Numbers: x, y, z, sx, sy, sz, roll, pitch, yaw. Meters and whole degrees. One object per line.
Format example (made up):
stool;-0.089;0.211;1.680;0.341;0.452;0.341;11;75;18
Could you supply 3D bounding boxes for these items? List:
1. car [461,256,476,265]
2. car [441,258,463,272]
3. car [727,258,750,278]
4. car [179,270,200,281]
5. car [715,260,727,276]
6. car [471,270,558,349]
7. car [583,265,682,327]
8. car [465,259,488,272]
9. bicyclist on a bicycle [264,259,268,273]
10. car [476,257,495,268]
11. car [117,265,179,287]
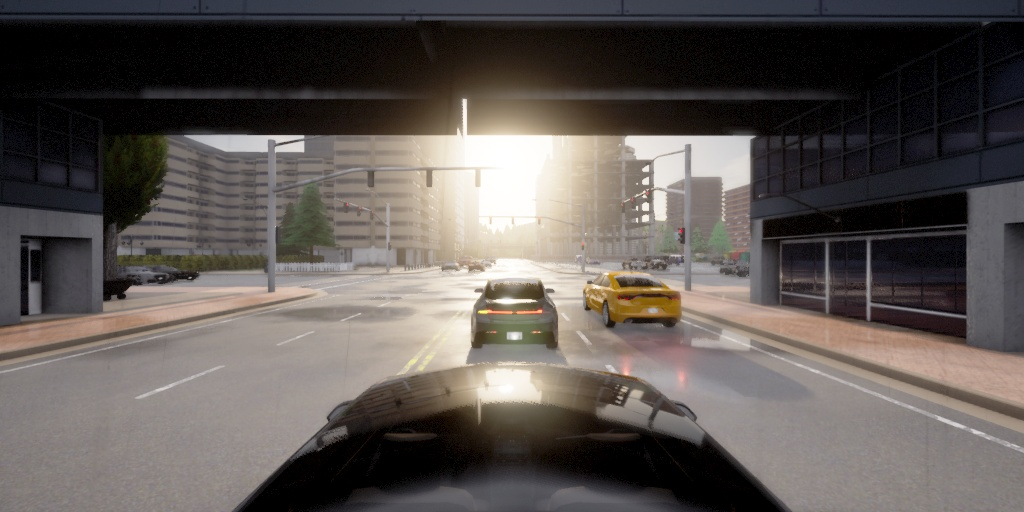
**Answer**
car;-8.071;0.974;63.190;2.150;2.045;5.566;0;0;0
car;-7.994;1.314;46.973;1.994;1.385;4.181;0;0;0
car;22.439;0.971;31.359;5.566;2.045;2.150;0;0;1
car;-26.849;1.351;27.433;4.718;1.301;1.895;0;0;0
car;22.849;1.350;34.852;4.718;1.301;1.895;0;0;1
car;0.064;1.255;9.162;1.837;1.490;4.892;0;0;0
car;3.575;1.228;11.533;1.882;1.535;5.008;0;0;0
car;-4.488;1.351;45.834;1.895;1.301;4.718;0;0;0
bicyclist on a bicycle;-26.006;1.050;38.419;0.582;1.620;1.656;0;0;0
car;-4.576;1.297;62.445;2.033;1.411;5.357;0;0;0
car;-25.455;1.314;23.938;4.181;1.385;1.994;0;0;0
